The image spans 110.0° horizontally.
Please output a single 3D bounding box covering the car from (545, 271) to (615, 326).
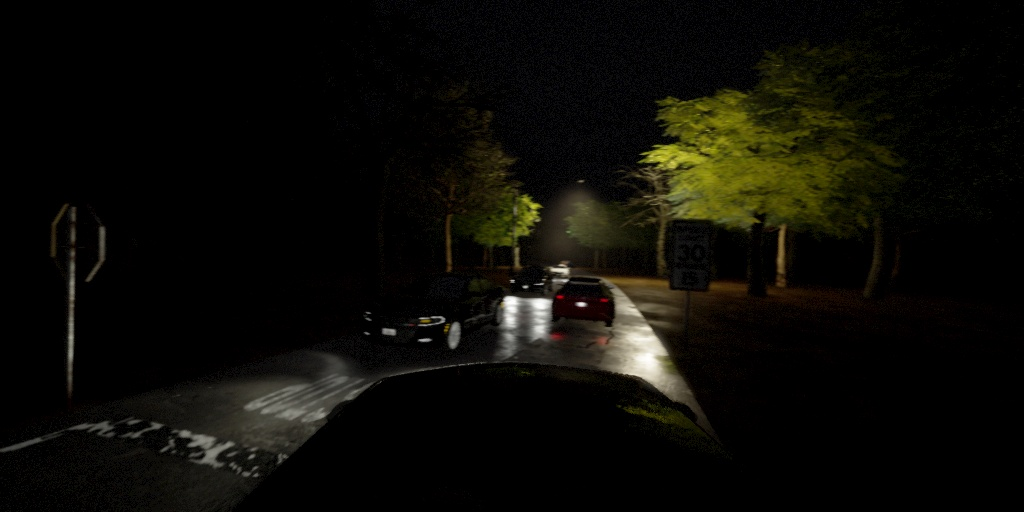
[{"bbox_3d":[2.562,1.438,12.587,1.994,1.385,4.181,3,0,14],"label":"car"}]

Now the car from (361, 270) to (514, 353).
[{"bbox_3d":[-1.598,1.145,8.960,1.882,1.535,5.008,3,0,15],"label":"car"}]

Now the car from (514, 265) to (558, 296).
[{"bbox_3d":[1.230,1.335,20.226,1.837,1.490,4.892,3,0,13],"label":"car"}]

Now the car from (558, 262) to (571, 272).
[{"bbox_3d":[5.070,1.642,38.431,1.812,1.442,4.674,3,0,11],"label":"car"}]
